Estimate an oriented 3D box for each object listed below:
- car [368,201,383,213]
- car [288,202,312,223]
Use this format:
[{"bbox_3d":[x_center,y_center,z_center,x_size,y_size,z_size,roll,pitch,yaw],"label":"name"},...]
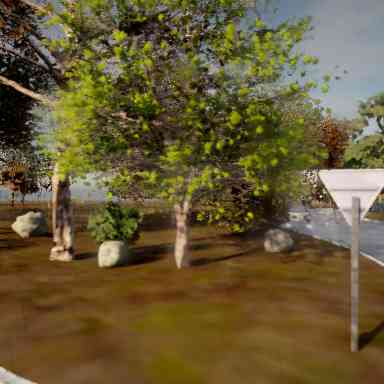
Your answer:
[{"bbox_3d":[22.738,1.719,39.445,4.181,1.385,1.994,1,0,-5],"label":"car"},{"bbox_3d":[7.830,1.499,25.707,2.128,1.511,4.902,0,0,6],"label":"car"}]
